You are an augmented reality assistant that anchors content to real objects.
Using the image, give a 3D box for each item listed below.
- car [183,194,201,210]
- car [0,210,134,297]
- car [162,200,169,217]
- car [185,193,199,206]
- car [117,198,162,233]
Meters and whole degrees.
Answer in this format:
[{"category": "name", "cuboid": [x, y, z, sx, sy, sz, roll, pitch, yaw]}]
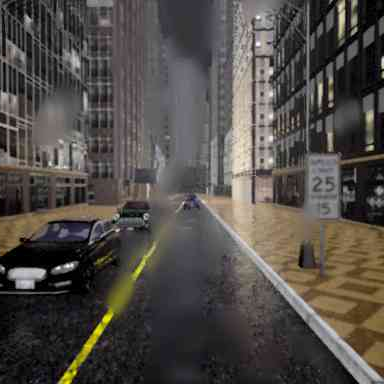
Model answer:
[{"category": "car", "cuboid": [-0.003, 1.302, 39.620, 1.812, 1.442, 4.674, 0, 0, 0]}, {"category": "car", "cuboid": [-3.118, 1.462, 8.722, 2.128, 1.511, 4.902, 0, 0, 1]}, {"category": "car", "cuboid": [-3.095, 1.388, 29.585, 2.033, 1.411, 5.357, 0, 0, 0]}, {"category": "car", "cuboid": [0.001, 1.069, 49.976, 2.097, 1.767, 4.553, 0, 0, 0]}, {"category": "car", "cuboid": [-3.095, 1.258, 18.950, 2.097, 1.767, 4.553, 0, 0, 0]}]
